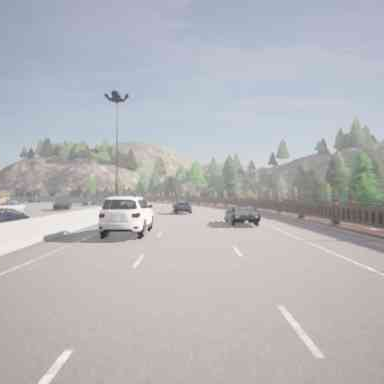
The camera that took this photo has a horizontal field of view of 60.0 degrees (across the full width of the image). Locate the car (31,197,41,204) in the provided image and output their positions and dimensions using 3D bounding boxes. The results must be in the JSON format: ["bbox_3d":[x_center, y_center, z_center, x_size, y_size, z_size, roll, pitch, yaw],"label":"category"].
[{"bbox_3d":[-34.729,1.825,73.297,2.033,1.411,5.357,0,0,-36],"label":"car"}]

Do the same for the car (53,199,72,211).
[{"bbox_3d":[-16.876,1.634,43.548,1.882,1.535,5.008,0,0,-14],"label":"car"}]

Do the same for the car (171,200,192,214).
[{"bbox_3d":[-1.202,1.600,37.091,2.128,1.511,4.902,0,0,-8],"label":"car"}]

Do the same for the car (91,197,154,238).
[{"bbox_3d":[-3.403,1.263,17.937,2.150,2.045,5.566,0,0,0],"label":"car"}]

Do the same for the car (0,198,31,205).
[{"bbox_3d":[-18.631,1.635,34.342,1.812,1.442,4.674,0,0,-8],"label":"car"}]

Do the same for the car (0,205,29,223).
[{"bbox_3d":[-10.656,1.607,18.264,1.994,1.385,4.181,0,0,-1],"label":"car"}]

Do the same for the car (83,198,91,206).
[{"bbox_3d":[-18.182,1.740,58.532,2.128,1.511,4.902,0,0,-22],"label":"car"}]

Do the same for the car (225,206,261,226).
[{"bbox_3d":[3.509,1.660,23.915,1.895,1.301,4.718,0,0,-1],"label":"car"}]
